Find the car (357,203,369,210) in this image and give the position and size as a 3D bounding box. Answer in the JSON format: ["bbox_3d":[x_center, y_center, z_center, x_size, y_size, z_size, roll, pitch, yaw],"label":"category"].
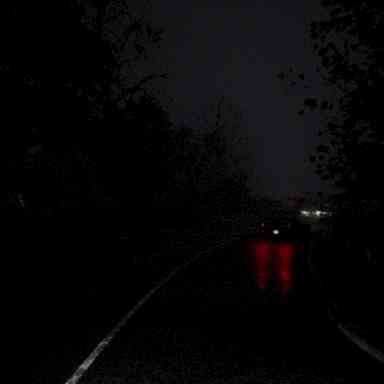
[{"bbox_3d":[22.678,1.712,47.290,4.553,1.767,2.185,0,-1,-4],"label":"car"}]

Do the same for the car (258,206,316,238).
[{"bbox_3d":[5.223,1.679,18.245,1.895,1.301,4.718,0,0,30],"label":"car"}]

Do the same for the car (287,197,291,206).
[{"bbox_3d":[18.128,1.830,58.507,2.150,2.045,5.566,0,-2,-3],"label":"car"}]

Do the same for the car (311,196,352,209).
[{"bbox_3d":[22.286,1.709,53.232,5.566,2.045,2.435,0,-1,-4],"label":"car"}]

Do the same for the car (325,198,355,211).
[{"bbox_3d":[18.424,1.782,41.350,1.812,1.442,4.674,0,-1,8],"label":"car"}]

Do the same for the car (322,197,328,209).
[{"bbox_3d":[22.503,1.900,50.317,5.008,1.535,2.097,0,-1,-4],"label":"car"}]

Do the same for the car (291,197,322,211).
[{"bbox_3d":[15.384,1.773,45.024,1.882,1.535,5.008,0,-1,0],"label":"car"}]

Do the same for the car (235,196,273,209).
[{"bbox_3d":[9.991,1.697,54.097,5.566,2.045,2.435,0,-1,-4],"label":"car"}]

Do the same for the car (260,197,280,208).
[{"bbox_3d":[14.545,1.982,62.308,2.150,2.045,5.566,0,-1,-3],"label":"car"}]

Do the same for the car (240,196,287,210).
[{"bbox_3d":[10.353,1.580,48.648,5.566,2.045,2.435,0,-1,-4],"label":"car"}]

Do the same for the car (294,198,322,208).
[{"bbox_3d":[21.706,2.088,62.436,4.553,1.767,2.185,0,-2,-4],"label":"car"}]
